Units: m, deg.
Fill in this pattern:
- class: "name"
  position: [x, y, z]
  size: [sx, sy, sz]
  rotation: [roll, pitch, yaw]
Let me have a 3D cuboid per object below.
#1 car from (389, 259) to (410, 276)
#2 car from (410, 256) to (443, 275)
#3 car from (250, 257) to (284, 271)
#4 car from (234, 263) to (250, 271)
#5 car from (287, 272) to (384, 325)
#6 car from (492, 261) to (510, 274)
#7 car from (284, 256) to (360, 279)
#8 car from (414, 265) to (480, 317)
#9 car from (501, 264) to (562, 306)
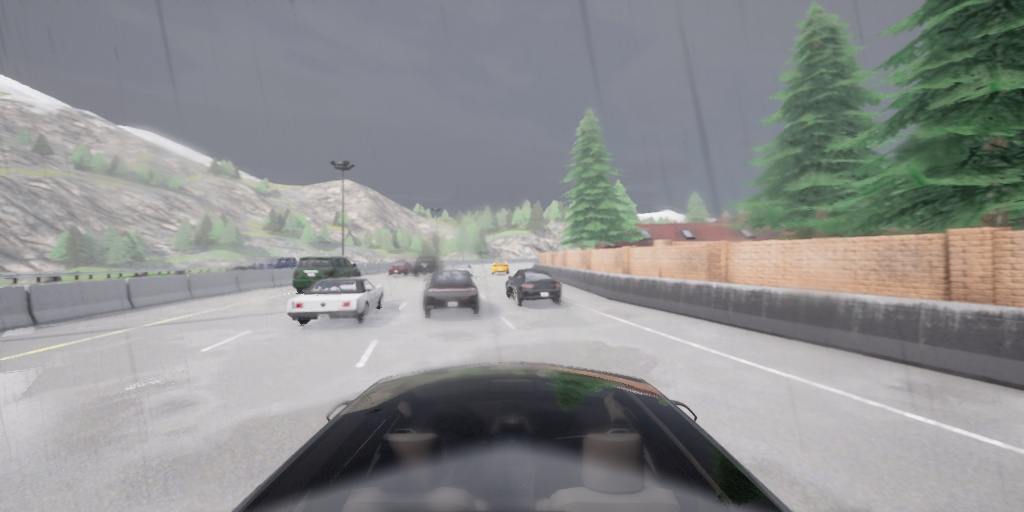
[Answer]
- class: "car"
  position: [-11.743, 1.362, 38.480]
  size: [1.812, 1.442, 4.674]
  rotation: [0, 0, -1]
- class: "car"
  position: [-8.221, 1.043, 35.989]
  size: [2.150, 2.045, 5.566]
  rotation: [0, 0, -2]
- class: "car"
  position: [-29.382, 1.139, 44.971]
  size: [2.150, 2.045, 5.566]
  rotation: [0, 0, 2]
- class: "car"
  position: [-32.854, 1.533, 45.815]
  size: [1.895, 1.301, 4.718]
  rotation: [0, 0, 2]
- class: "car"
  position: [-5.579, 1.385, 12.043]
  size: [1.895, 1.301, 4.718]
  rotation: [0, 0, -11]
- class: "car"
  position: [-1.268, 1.274, 41.593]
  size: [1.882, 1.535, 5.008]
  rotation: [0, 0, 0]
- class: "car"
  position: [-10.518, 1.037, 20.797]
  size: [2.150, 2.045, 5.566]
  rotation: [0, 0, -7]
- class: "car"
  position: [-2.270, 1.264, 13.405]
  size: [2.128, 1.511, 4.902]
  rotation: [0, 0, -11]
- class: "car"
  position: [0.864, 1.286, 15.862]
  size: [1.812, 1.442, 4.674]
  rotation: [0, 0, -10]
